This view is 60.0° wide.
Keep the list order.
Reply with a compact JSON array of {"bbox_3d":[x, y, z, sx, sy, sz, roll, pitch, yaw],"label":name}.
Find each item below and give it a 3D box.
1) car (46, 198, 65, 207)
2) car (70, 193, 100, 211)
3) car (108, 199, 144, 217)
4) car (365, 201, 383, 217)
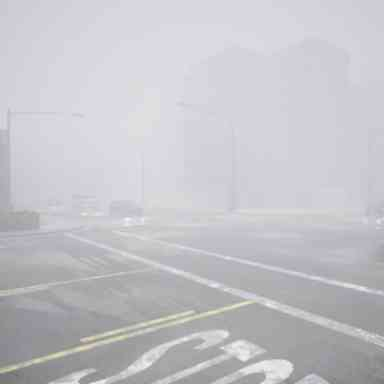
[{"bbox_3d":[-21.117,1.551,51.474,1.994,1.385,4.181,0,0,-36],"label":"car"},{"bbox_3d":[-13.160,1.206,40.701,2.150,2.045,5.566,0,0,-36],"label":"car"},{"bbox_3d":[-6.338,1.487,31.488,1.837,1.490,4.892,0,0,-37],"label":"car"},{"bbox_3d":[17.849,1.549,30.804,4.902,1.511,2.128,1,0,-38],"label":"car"}]
